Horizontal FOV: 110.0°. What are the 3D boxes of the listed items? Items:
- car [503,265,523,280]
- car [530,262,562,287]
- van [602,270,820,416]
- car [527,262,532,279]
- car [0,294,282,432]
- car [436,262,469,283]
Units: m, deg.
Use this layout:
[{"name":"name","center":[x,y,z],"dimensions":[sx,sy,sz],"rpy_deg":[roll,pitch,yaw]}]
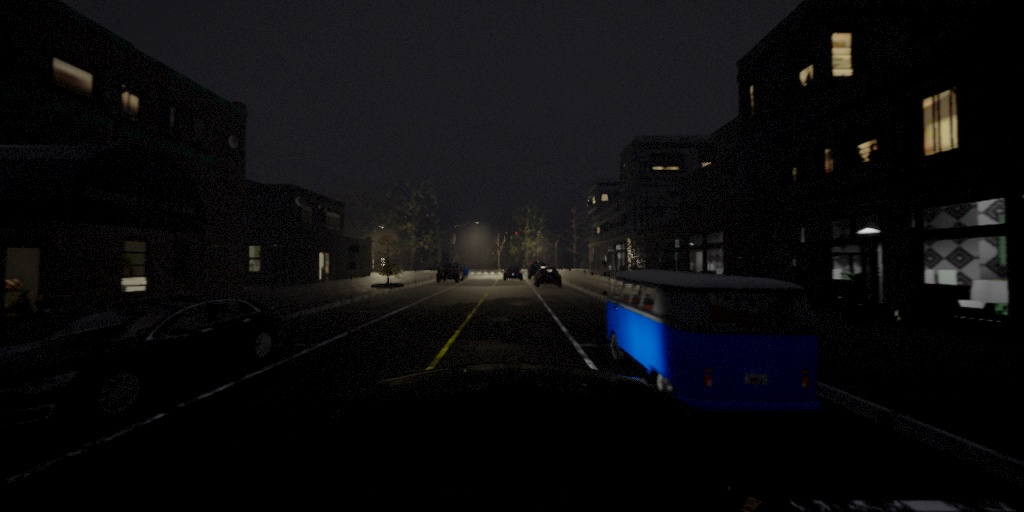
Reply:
[{"name":"car","center":[0.105,1.776,37.343],"dimensions":[1.994,1.385,4.181],"rpy_deg":[0,-1,0]},{"name":"car","center":[2.694,1.535,27.974],"dimensions":[1.967,1.591,4.097],"rpy_deg":[0,0,0]},{"name":"van","center":[2.692,1.145,5.804],"dimensions":[1.690,1.789,3.998],"rpy_deg":[0,0,0]},{"name":"car","center":[2.708,1.551,39.058],"dimensions":[2.192,1.841,5.009],"rpy_deg":[0,0,0]},{"name":"car","center":[-5.689,1.355,5.791],"dimensions":[2.007,1.370,4.403],"rpy_deg":[0,0,0]},{"name":"car","center":[-5.686,1.480,33.505],"dimensions":[2.192,1.841,5.009],"rpy_deg":[0,0,0]}]
